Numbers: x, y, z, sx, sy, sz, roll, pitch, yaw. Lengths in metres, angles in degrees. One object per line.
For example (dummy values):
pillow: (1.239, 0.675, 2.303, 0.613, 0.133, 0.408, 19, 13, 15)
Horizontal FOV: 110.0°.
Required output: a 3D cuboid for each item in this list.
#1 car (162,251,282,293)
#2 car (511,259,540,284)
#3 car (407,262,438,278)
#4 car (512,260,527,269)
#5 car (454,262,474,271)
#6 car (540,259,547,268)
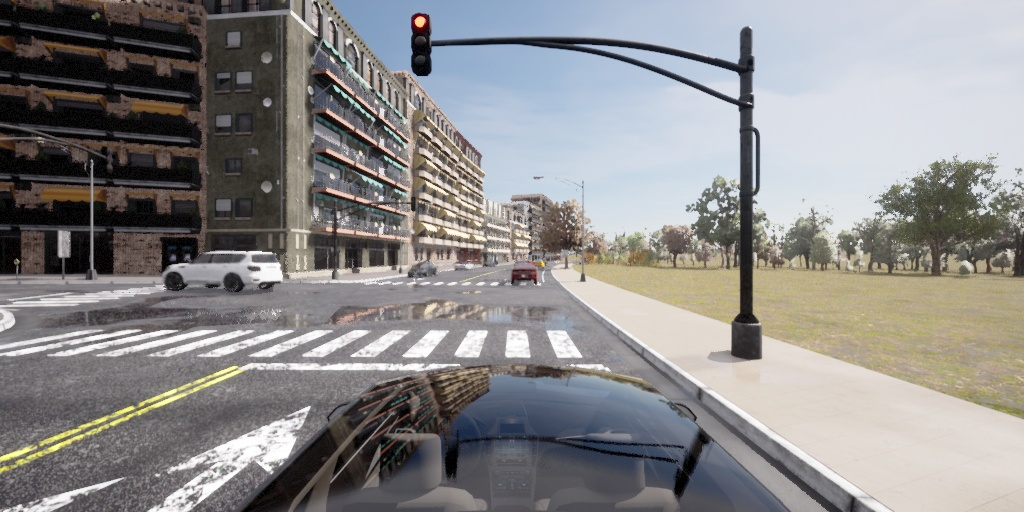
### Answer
car: (-14.984, 0.777, 18.708, 5.566, 2.045, 2.150, 1, -1, 7)
car: (0.998, 1.264, 27.864, 1.882, 1.535, 5.008, 0, 0, 4)
car: (-8.498, 1.331, 34.609, 1.812, 1.442, 4.674, 0, 0, 5)
car: (1.431, 1.421, 63.841, 2.128, 1.511, 4.902, 0, 0, 9)
car: (-6.869, 1.468, 51.246, 1.895, 1.301, 4.718, 0, 0, 7)
car: (4.715, 1.409, 63.815, 1.882, 1.535, 5.008, 0, 0, 9)
